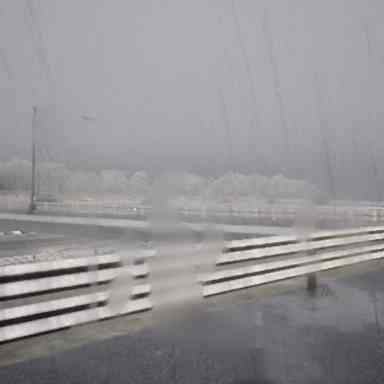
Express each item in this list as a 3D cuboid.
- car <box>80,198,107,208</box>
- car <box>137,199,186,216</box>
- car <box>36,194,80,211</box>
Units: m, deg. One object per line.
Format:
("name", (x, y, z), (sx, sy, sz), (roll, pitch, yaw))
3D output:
("car", (-13.580, 1.619, 44.145), (5.008, 1.535, 1.882), (0, -1, 28))
("car", (-2.836, 1.449, 31.659), (4.553, 1.767, 2.097), (1, -1, 22))
("car", (-17.392, 1.265, 42.198), (5.566, 2.045, 2.150), (0, -1, 29))
